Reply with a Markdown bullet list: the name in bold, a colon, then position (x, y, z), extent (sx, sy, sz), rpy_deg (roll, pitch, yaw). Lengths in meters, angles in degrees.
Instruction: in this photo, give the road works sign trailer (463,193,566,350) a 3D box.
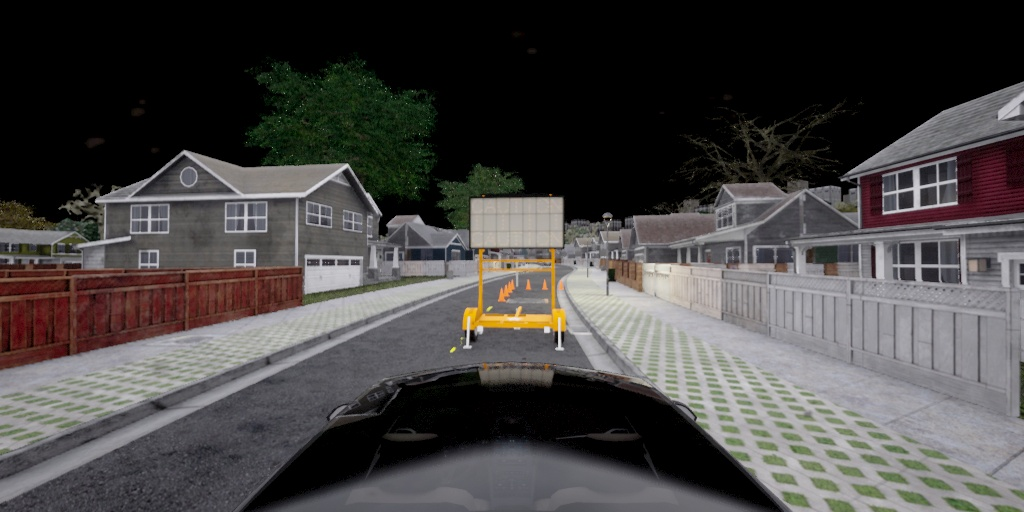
- **road works sign trailer**: position (0.135, 0.229, 9.135), extent (2.380, 3.560, 2.880), rpy_deg (0, 0, 5)
